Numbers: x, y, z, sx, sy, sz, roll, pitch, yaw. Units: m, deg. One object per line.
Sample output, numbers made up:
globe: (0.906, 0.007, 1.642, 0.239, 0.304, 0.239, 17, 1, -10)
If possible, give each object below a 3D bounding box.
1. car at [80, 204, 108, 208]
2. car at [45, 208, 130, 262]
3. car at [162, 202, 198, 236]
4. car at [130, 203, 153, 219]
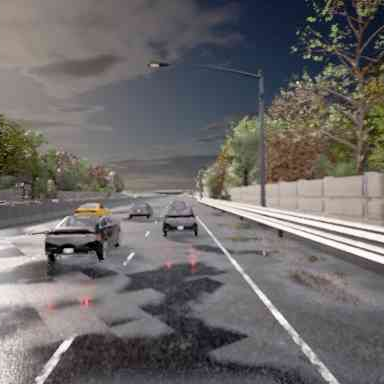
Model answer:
car: (-8.035, 1.685, 27.094, 1.882, 1.535, 5.008, -1, 0, -3)
car: (-3.891, 1.587, 12.598, 2.128, 1.511, 4.902, -1, 0, -3)
car: (-0.675, 1.563, 18.887, 2.128, 1.511, 4.902, -1, 0, -2)
car: (-4.701, 1.724, 31.029, 2.033, 1.411, 5.357, -1, 0, -3)
